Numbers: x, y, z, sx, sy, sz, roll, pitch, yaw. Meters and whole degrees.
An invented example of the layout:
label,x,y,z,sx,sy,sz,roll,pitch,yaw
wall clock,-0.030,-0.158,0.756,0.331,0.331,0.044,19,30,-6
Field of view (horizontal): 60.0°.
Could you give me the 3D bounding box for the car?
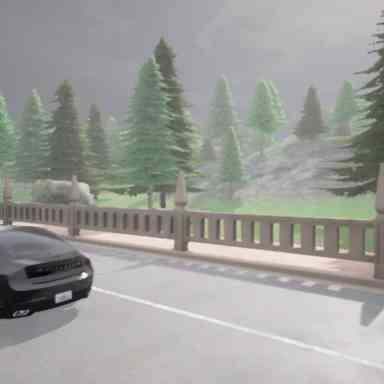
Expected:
label,x,y,z,sx,sy,sz,roll,pitch,yaw
car,-4.089,1.459,6.909,4.892,1.490,1.837,1,0,36
